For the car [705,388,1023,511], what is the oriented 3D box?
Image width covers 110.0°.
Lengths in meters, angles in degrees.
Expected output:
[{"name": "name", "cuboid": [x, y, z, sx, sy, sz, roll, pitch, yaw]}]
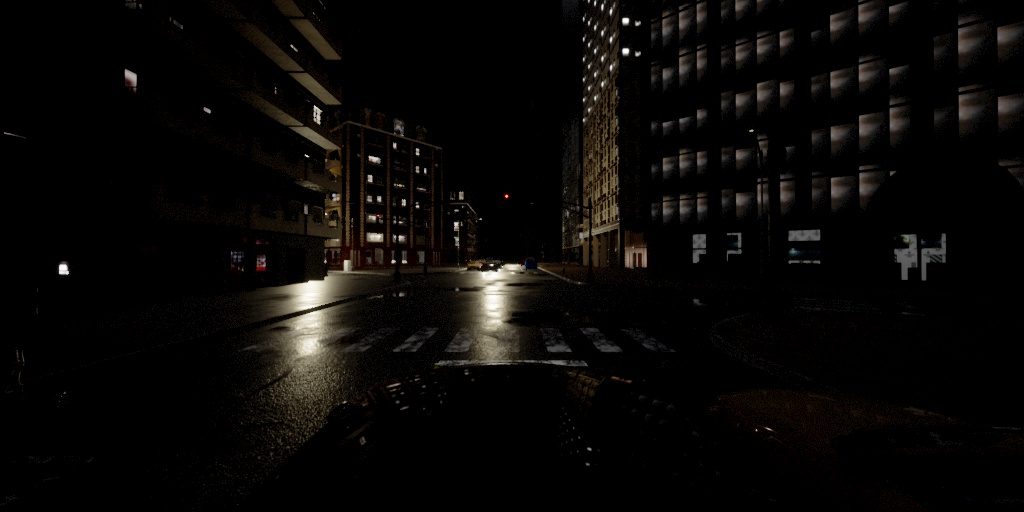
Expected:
[{"name": "car", "cuboid": [2.563, 1.275, 1.261, 1.751, 1.417, 4.829, 0, 0, 0]}]

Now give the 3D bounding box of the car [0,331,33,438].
[{"name": "car", "cuboid": [-5.318, 1.065, 1.095, 2.192, 1.841, 5.009, 0, 0, 0]}]

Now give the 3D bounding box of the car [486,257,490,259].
[{"name": "car", "cuboid": [-5.240, 1.259, 61.200, 1.967, 1.591, 4.097, 0, 0, 0]}]

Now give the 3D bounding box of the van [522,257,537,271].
[{"name": "van", "cuboid": [2.626, 1.135, 50.084, 1.690, 1.789, 3.998, 0, 0, 0]}]

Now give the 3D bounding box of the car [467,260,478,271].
[{"name": "car", "cuboid": [-5.254, 1.320, 49.925, 1.751, 1.417, 4.829, 0, 0, 0]}]

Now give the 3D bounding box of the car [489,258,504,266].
[{"name": "car", "cuboid": [-2.754, 1.418, 60.510, 1.895, 1.301, 4.718, 0, 0, 0]}]

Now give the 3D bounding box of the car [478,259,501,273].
[{"name": "car", "cuboid": [-2.788, 1.350, 45.116, 1.994, 1.385, 4.181, 0, 0, 0]}]
